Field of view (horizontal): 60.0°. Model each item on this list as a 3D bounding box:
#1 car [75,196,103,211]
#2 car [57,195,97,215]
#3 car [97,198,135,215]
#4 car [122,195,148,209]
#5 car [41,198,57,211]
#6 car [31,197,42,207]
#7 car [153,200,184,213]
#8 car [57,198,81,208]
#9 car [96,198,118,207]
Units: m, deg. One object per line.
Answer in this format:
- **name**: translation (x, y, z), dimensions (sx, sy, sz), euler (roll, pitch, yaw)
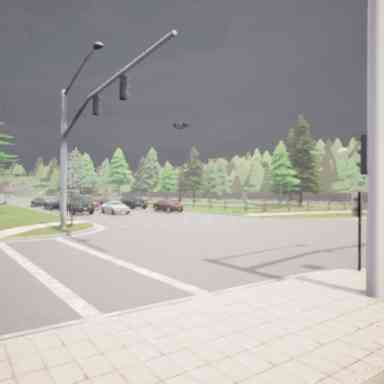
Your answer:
- **car**: translation (-13.349, 1.490, 43.005), dimensions (2.097, 1.767, 4.553), euler (1, 0, -35)
- **car**: translation (-12.149, 1.323, 35.251), dimensions (2.150, 2.045, 5.566), euler (1, 0, -36)
- **car**: translation (-8.284, 1.666, 35.855), dimensions (1.812, 1.442, 4.674), euler (1, 0, -35)
- **car**: translation (-8.492, 1.435, 48.264), dimensions (2.150, 2.045, 5.566), euler (1, 0, -35)
- **car**: translation (-17.792, 1.700, 43.227), dimensions (1.895, 1.301, 4.718), euler (1, 0, -35)
- **car**: translation (-23.728, 1.601, 51.670), dimensions (1.837, 1.490, 4.892), euler (1, 0, -35)
- **car**: translation (-2.904, 1.694, 40.340), dimensions (1.882, 1.535, 5.008), euler (1, 0, -35)
- **car**: translation (-18.820, 1.682, 50.765), dimensions (2.033, 1.411, 5.357), euler (1, 0, -35)
- **car**: translation (-14.634, 1.758, 57.014), dimensions (2.033, 1.411, 5.357), euler (1, 0, -35)
